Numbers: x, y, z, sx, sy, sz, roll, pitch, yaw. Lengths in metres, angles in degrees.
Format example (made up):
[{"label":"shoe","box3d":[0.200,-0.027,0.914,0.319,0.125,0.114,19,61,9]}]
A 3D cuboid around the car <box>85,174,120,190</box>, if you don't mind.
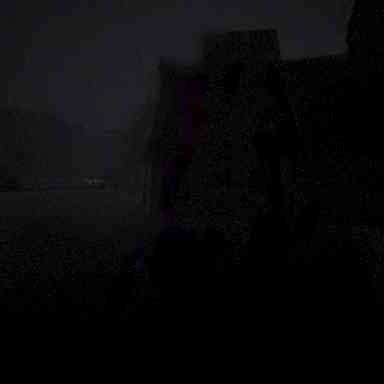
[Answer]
[{"label":"car","box3d":[-12.376,-1.414,46.437,2.150,2.045,5.566,6,4,24]}]
